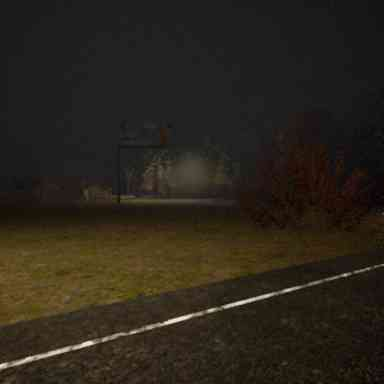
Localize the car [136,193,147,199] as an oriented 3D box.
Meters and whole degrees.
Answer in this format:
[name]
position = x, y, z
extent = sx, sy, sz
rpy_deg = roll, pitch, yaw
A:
[car]
position = -13.181, 0.946, 86.381
extent = 1.882, 1.535, 5.008
rpy_deg = 0, 0, -27
